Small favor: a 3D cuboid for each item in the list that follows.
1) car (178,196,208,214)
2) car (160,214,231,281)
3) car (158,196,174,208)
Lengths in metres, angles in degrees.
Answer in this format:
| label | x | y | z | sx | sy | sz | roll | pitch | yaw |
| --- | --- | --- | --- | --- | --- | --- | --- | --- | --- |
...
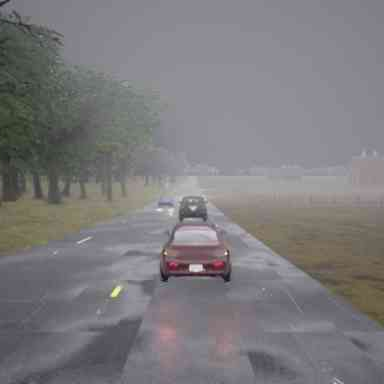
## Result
| label | x | y | z | sx | sy | sz | roll | pitch | yaw |
| --- | --- | --- | --- | --- | --- | --- | --- | --- | --- |
| car | 0.085 | 1.307 | 26.766 | 2.150 | 2.045 | 5.566 | 0 | 1 | 0 |
| car | 0.094 | 1.609 | 10.007 | 1.812 | 1.442 | 4.674 | 0 | 0 | 0 |
| car | -3.578 | 1.300 | 45.823 | 1.882 | 1.535 | 5.008 | 0 | 1 | 0 |
